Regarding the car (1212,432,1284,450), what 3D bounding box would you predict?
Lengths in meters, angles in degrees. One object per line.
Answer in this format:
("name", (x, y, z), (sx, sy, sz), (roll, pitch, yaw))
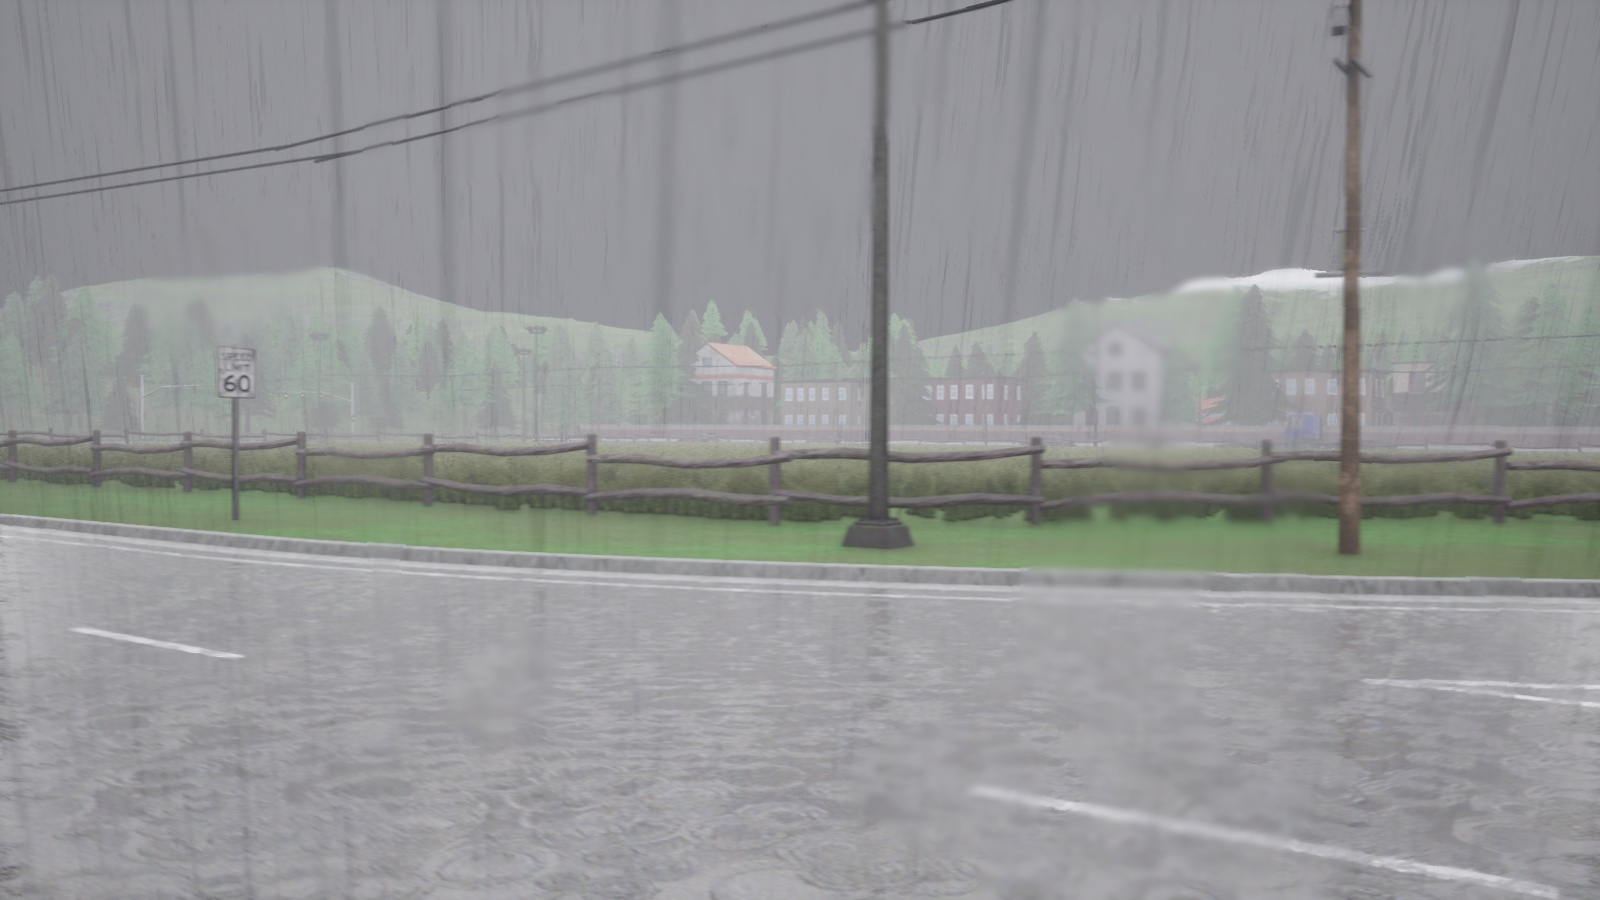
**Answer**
("car", (33.223, -0.691, 93.206), (4.718, 1.301, 1.895), (0, 1, 34))
